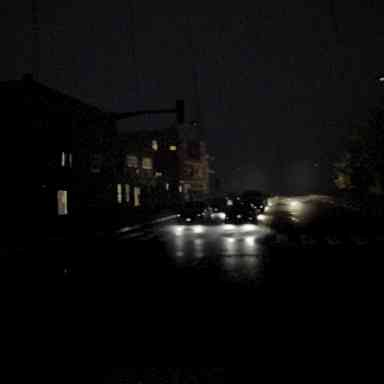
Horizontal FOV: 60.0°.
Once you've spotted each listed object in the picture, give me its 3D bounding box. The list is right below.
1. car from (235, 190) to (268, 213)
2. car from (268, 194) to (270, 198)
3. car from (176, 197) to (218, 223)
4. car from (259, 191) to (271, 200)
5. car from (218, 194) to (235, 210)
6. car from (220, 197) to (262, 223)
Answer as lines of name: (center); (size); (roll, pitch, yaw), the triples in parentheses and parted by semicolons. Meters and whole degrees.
car: (5.815, 0.846, 31.716); (2.150, 2.045, 5.566); (-1, 0, 15)
car: (8.412, 0.972, 41.512); (1.882, 1.535, 5.008); (-1, 1, 16)
car: (0.298, 1.341, 23.647); (2.033, 1.411, 5.357); (-1, 0, 11)
car: (12.337, 0.549, 56.032); (1.895, 1.301, 4.718); (-1, 0, 15)
car: (2.901, 1.212, 33.382); (2.033, 1.411, 5.357); (-1, 0, 15)
car: (3.437, 1.308, 22.697); (1.994, 1.385, 4.181); (-1, 0, 15)
